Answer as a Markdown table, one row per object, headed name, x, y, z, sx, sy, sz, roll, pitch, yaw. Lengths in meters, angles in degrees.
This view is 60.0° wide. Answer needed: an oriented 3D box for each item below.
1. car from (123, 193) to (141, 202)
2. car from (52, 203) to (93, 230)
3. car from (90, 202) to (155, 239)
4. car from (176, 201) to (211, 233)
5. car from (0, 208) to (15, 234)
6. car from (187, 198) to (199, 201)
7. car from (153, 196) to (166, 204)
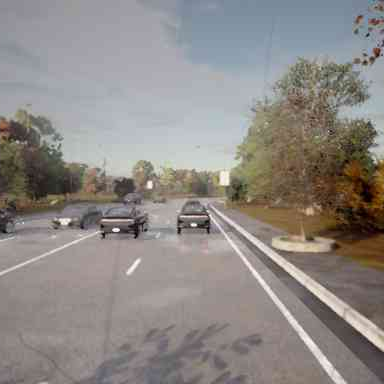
| name | x | y | z | sx | sy | sz | roll | pitch | yaw |
| --- | --- | --- | --- | --- | --- | --- | --- | --- | --- |
| car | -10.135 | 1.214 | 56.683 | 2.150 | 2.045 | 5.566 | 0 | 0 | 3 |
| car | -7.100 | 1.489 | 20.968 | 2.128 | 1.511 | 4.902 | 0 | 0 | 0 |
| car | -3.401 | 1.490 | 17.336 | 2.128 | 1.511 | 4.902 | 0 | 0 | 0 |
| car | 0.097 | 1.489 | 19.637 | 2.128 | 1.511 | 4.902 | 0 | 0 | 0 |
| car | -10.602 | 1.503 | 16.292 | 1.837 | 1.490 | 4.892 | 0 | 0 | 0 |
| car | 0.142 | 1.501 | 41.731 | 1.837 | 1.490 | 4.892 | 0 | 0 | 1 |
| car | -6.181 | 1.544 | 63.867 | 2.033 | 1.411 | 5.357 | 0 | 0 | 4 |
